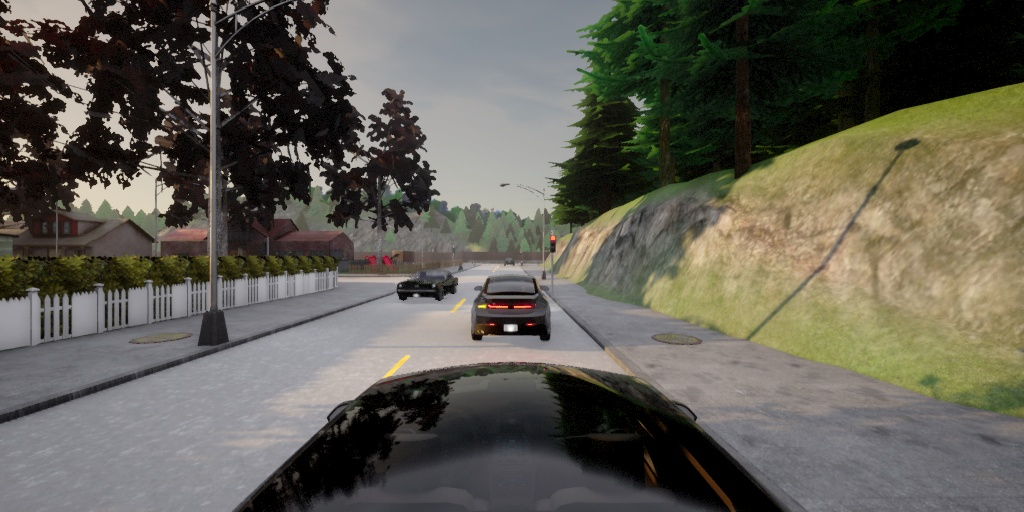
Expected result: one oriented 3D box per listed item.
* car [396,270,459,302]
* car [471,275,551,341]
[{"bbox_3d":[-3.903,1.351,17.287,1.895,1.301,4.718,0,0,3],"label":"car"},{"bbox_3d":[-0.017,1.255,9.914,1.837,1.490,4.892,0,0,0],"label":"car"}]
